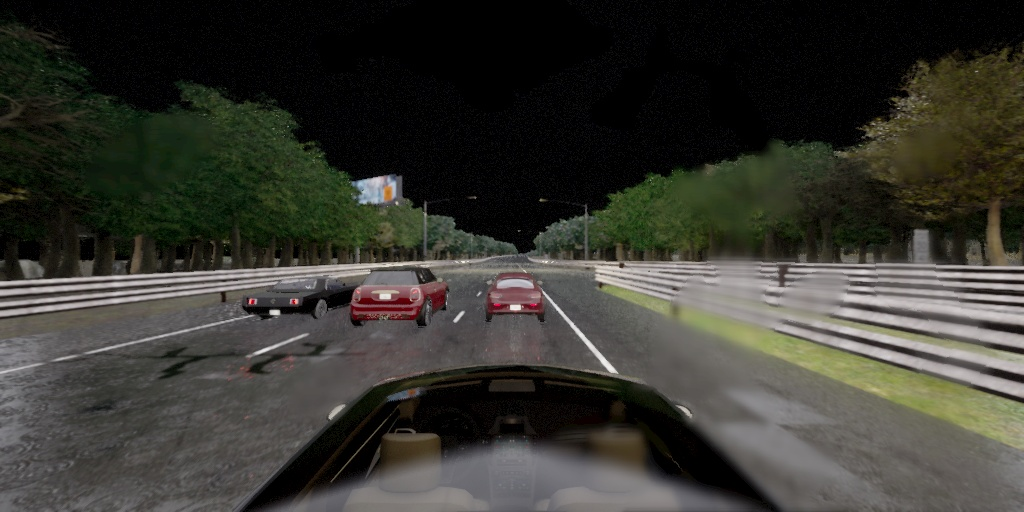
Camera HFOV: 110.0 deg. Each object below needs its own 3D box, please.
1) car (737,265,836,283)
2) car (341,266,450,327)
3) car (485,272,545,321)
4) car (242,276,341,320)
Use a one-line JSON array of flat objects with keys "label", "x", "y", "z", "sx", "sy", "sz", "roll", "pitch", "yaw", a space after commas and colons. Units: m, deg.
[{"label": "car", "x": 13.029, "y": 1.102, "z": 17.390, "sx": 1.994, "sy": 1.385, "sz": 4.181, "roll": 0, "pitch": 0, "yaw": -14}, {"label": "car", "x": -3.401, "y": 1.113, "z": 11.750, "sx": 2.097, "sy": 1.767, "sz": 4.553, "roll": 0, "pitch": 0, "yaw": 0}, {"label": "car", "x": 0.099, "y": 1.288, "z": 12.392, "sx": 1.812, "sy": 1.442, "sz": 4.674, "roll": 0, "pitch": 0, "yaw": 0}, {"label": "car", "x": -6.908, "y": 1.363, "z": 12.667, "sx": 1.895, "sy": 1.301, "sz": 4.718, "roll": 0, "pitch": 0, "yaw": 0}]
